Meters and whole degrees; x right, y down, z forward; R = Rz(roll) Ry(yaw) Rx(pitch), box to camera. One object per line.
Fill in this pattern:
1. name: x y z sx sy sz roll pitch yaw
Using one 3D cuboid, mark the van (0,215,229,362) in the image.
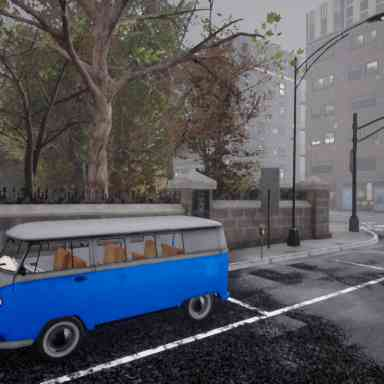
1. van: -1.219 1.342 5.621 3.998 1.788 1.690 0 1 -35
